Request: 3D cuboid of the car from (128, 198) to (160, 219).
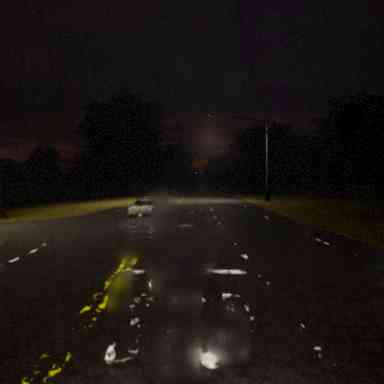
[{"bbox_3d":[-3.603,1.209,25.396,1.895,1.301,4.718,-2,3,1],"label":"car"}]
